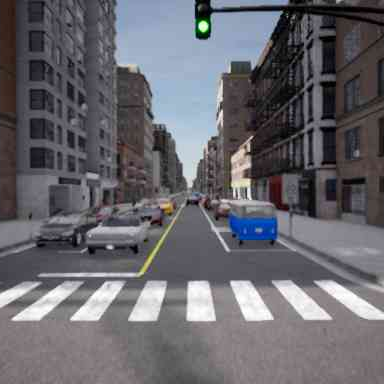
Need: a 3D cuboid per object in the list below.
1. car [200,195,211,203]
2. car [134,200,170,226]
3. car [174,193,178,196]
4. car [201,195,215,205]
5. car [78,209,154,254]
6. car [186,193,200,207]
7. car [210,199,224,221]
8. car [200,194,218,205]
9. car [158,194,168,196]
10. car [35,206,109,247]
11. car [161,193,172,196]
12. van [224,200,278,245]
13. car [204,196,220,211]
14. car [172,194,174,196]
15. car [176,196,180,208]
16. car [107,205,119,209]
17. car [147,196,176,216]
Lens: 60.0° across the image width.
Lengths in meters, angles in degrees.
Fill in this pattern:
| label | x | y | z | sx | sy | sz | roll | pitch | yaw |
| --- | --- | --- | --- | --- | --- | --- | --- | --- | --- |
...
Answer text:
| label | x | y | z | sx | sy | sz | roll | pitch | yaw |
| --- | --- | --- | --- | --- | --- | --- | --- | --- | --- |
| car | 2.584 | 1.364 | 66.029 | 2.008 | 1.369 | 4.403 | 0 | 0 | 0 |
| car | -2.867 | 1.525 | 22.739 | 1.994 | 1.385 | 4.181 | 0 | 0 | 0 |
| car | -5.458 | 1.379 | 88.747 | 1.802 | 1.307 | 4.206 | 0 | 0 | 0 |
| car | 2.592 | 1.285 | 54.667 | 1.967 | 1.590 | 4.097 | 0 | 0 | 0 |
| car | -2.834 | 1.581 | 13.595 | 1.895 | 1.301 | 4.718 | 0 | 0 | -1 |
| car | 0.068 | 1.353 | 49.317 | 1.882 | 1.535 | 5.008 | 0 | 0 | 0 |
| car | 2.613 | 1.502 | 26.260 | 1.802 | 1.307 | 4.206 | 0 | 0 | 0 |
| car | 2.599 | 1.192 | 43.304 | 2.192 | 1.841 | 5.009 | 0 | 0 | 0 |
| car | -5.433 | 1.460 | 54.657 | 1.947 | 1.339 | 4.313 | 0 | 0 | 0 |
| car | -5.404 | 1.543 | 14.884 | 2.008 | 1.369 | 4.403 | 0 | 0 | 0 |
| car | -5.438 | 1.193 | 60.338 | 2.192 | 1.841 | 5.009 | 0 | 0 | 0 |
| van | 2.620 | 1.285 | 14.898 | 1.690 | 1.788 | 3.998 | 0 | 0 | 0 |
| car | 2.605 | 1.475 | 37.623 | 1.802 | 1.307 | 4.206 | 0 | 0 | 0 |
| car | -5.446 | 1.286 | 71.702 | 1.967 | 1.590 | 4.097 | 0 | 0 | 0 |
| car | -2.846 | 1.513 | 42.491 | 1.895 | 1.301 | 4.718 | 0 | 0 | 0 |
| car | -5.408 | 1.525 | 20.565 | 1.887 | 1.381 | 4.507 | 0 | 0 | 0 |
| car | -2.872 | 1.416 | 32.385 | 1.882 | 1.535 | 5.008 | 0 | 0 | 0 |
